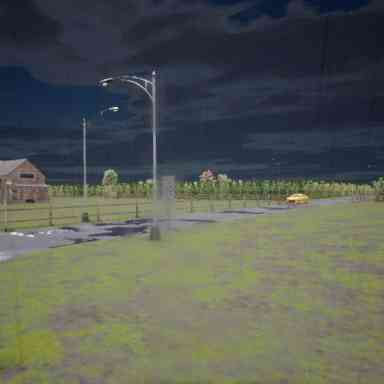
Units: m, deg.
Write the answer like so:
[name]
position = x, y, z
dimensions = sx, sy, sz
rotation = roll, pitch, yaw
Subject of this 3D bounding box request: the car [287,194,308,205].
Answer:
[car]
position = 15.551, 1.033, 49.002
dimensions = 1.882, 1.535, 5.008
rotation = 0, 0, 37
